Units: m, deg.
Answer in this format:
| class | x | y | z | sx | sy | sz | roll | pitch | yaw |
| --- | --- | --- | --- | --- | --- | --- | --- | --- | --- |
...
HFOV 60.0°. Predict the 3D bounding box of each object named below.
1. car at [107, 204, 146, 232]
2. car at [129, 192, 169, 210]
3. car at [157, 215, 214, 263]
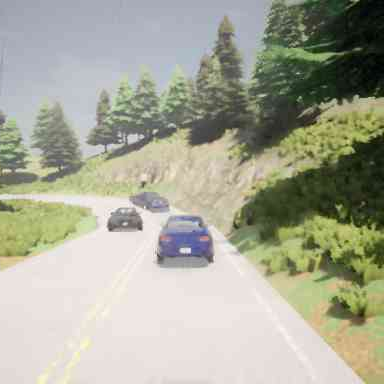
| class | x | y | z | sx | sy | sz | roll | pitch | yaw |
| --- | --- | --- | --- | --- | --- | --- | --- | --- | --- |
| car | -4.076 | 1.657 | 20.805 | 1.994 | 1.385 | 4.181 | -1 | -1 | -9 |
| car | -4.019 | 0.696 | 30.618 | 2.033 | 1.411 | 5.357 | -3 | 8 | -32 |
| car | -0.243 | 1.552 | 12.030 | 1.812 | 1.442 | 4.674 | 0 | 0 | -1 |
